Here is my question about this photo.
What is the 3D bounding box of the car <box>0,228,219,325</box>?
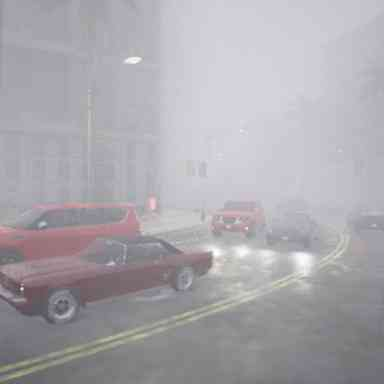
[{"bbox_3d":[-1.751,1.705,7.545,4.718,1.301,1.895,1,-1,-43],"label":"car"}]

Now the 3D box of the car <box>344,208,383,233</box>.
[{"bbox_3d":[11.184,1.779,21.280,1.812,1.442,4.674,0,-1,19],"label":"car"}]

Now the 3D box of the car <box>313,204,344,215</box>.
[{"bbox_3d":[16.449,2.086,40.274,1.895,1.301,4.718,0,-1,-6],"label":"car"}]

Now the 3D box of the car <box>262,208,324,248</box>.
[{"bbox_3d":[5.073,1.727,16.241,1.812,1.442,4.674,-1,-1,28],"label":"car"}]

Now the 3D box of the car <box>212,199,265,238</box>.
[{"bbox_3d":[2.969,1.473,19.787,2.150,2.045,5.566,0,-1,23],"label":"car"}]

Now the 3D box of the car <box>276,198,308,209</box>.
[{"bbox_3d":[12.626,1.744,42.343,2.150,2.045,5.566,0,-1,-8],"label":"car"}]

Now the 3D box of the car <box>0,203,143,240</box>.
[{"bbox_3d":[-4.090,1.366,10.112,5.566,2.045,2.150,1,-1,-43],"label":"car"}]
